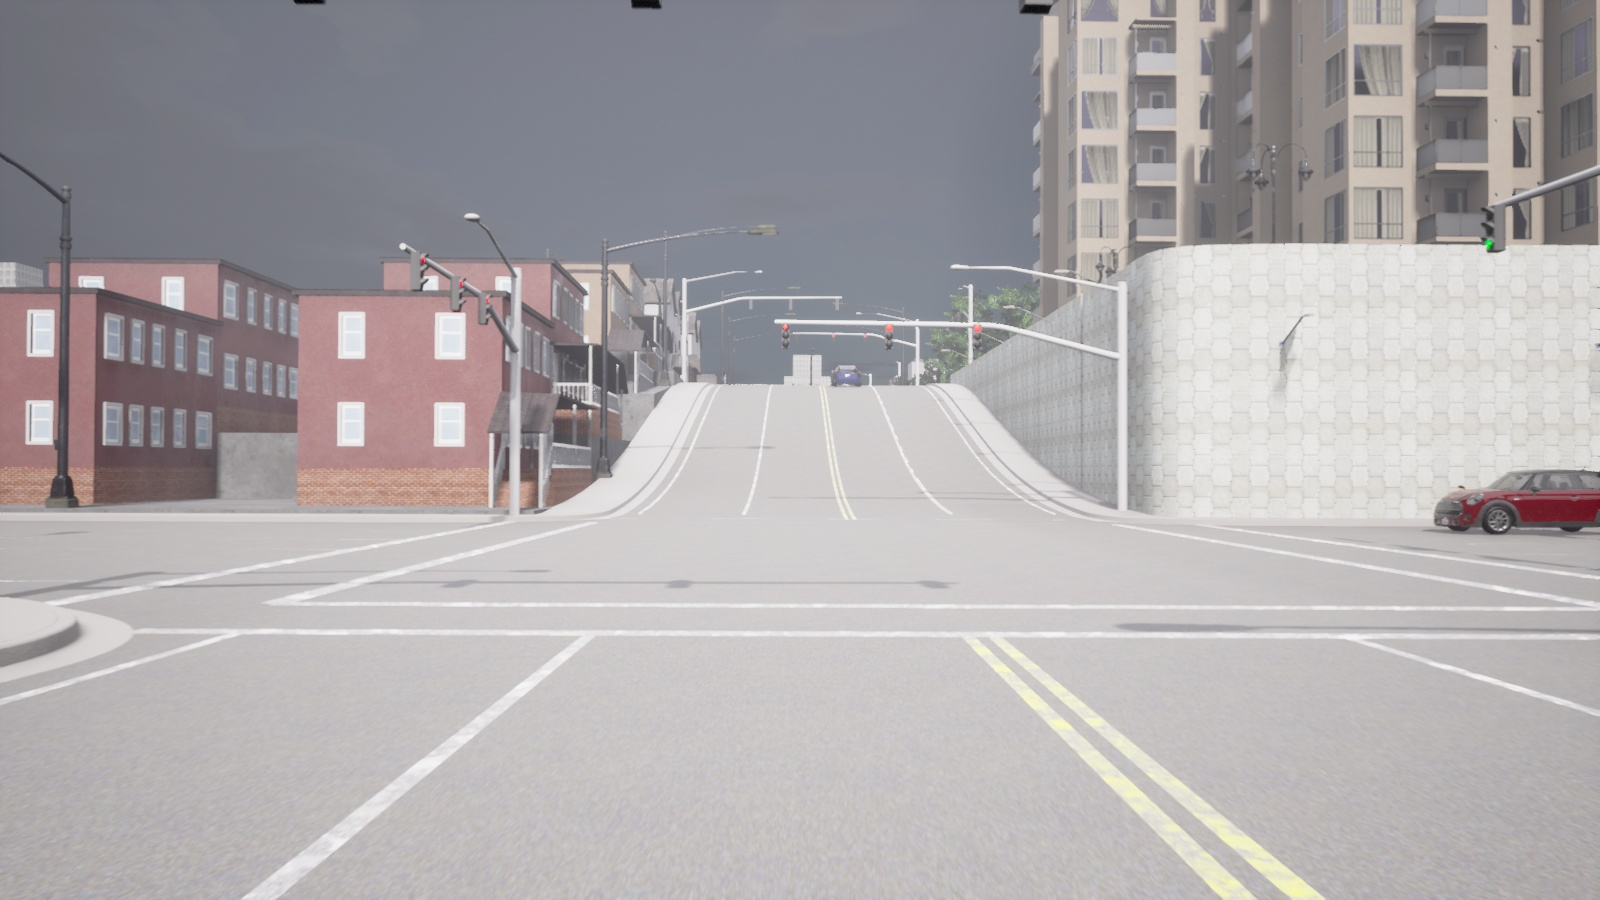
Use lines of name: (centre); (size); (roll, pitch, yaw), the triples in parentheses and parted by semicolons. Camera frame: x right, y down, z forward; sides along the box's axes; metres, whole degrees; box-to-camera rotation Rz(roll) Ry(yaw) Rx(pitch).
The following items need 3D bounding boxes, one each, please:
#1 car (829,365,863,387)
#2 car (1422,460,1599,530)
car: (3.212, -5.231, 88.574); (2.163, 1.488, 4.792); (0, 3, 0)
car: (19.166, 1.149, 33.016); (4.553, 1.767, 2.097); (0, -1, 0)
